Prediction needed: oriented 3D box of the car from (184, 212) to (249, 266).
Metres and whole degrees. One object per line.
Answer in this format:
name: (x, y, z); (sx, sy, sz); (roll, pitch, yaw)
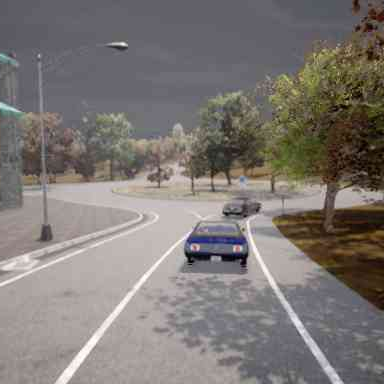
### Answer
car: (0.906, 1.603, 11.574); (1.895, 1.301, 4.718); (1, 0, 6)

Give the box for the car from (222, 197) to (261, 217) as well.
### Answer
car: (4.143, 1.145, 27.234); (2.033, 1.411, 5.357); (3, 5, 27)
